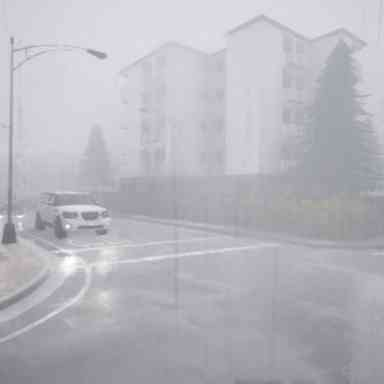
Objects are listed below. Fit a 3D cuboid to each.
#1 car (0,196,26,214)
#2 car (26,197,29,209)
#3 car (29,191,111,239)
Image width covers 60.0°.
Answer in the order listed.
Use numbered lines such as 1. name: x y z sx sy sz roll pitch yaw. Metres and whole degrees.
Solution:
1. car: -16.268 1.124 29.126 1.812 1.442 4.674 1 0 -38
2. car: -17.107 1.184 36.117 1.895 1.301 4.718 1 0 -39
3. car: -5.940 0.965 16.149 2.150 2.045 5.566 1 0 -39
